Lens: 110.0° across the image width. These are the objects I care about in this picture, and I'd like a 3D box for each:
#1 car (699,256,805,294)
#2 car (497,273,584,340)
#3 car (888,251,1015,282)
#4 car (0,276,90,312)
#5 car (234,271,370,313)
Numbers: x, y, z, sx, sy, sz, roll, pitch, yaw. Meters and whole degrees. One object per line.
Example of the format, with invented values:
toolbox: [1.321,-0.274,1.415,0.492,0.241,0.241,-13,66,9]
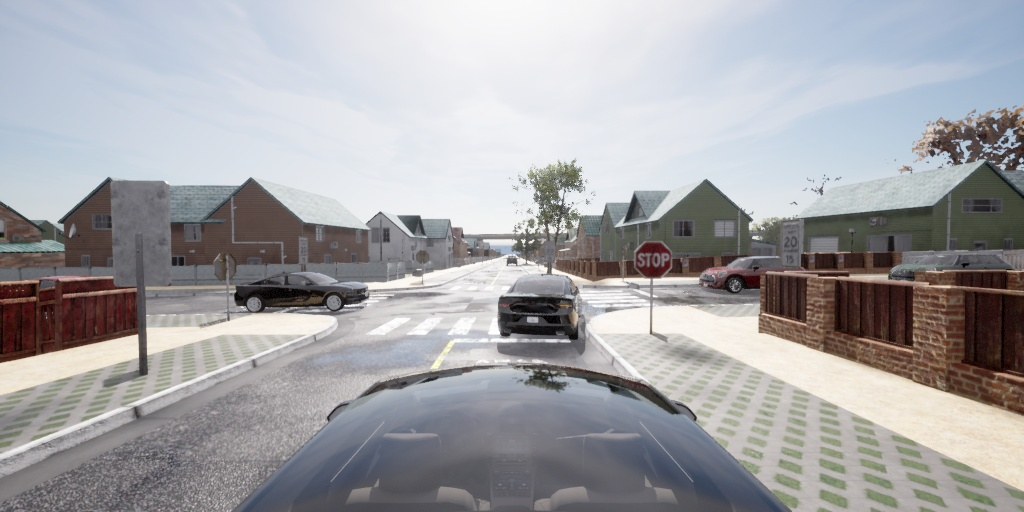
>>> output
car: [11.810,0.820,17.750,4.553,1.767,2.097,-1,2,0]
car: [0.960,1.224,10.143,1.882,1.535,5.008,0,0,12]
car: [21.705,0.646,17.819,4.553,1.767,2.097,-1,2,0]
car: [-18.018,1.547,14.611,5.008,1.535,1.882,-1,2,0]
car: [-8.465,1.377,14.672,5.008,1.535,1.882,-1,2,0]
